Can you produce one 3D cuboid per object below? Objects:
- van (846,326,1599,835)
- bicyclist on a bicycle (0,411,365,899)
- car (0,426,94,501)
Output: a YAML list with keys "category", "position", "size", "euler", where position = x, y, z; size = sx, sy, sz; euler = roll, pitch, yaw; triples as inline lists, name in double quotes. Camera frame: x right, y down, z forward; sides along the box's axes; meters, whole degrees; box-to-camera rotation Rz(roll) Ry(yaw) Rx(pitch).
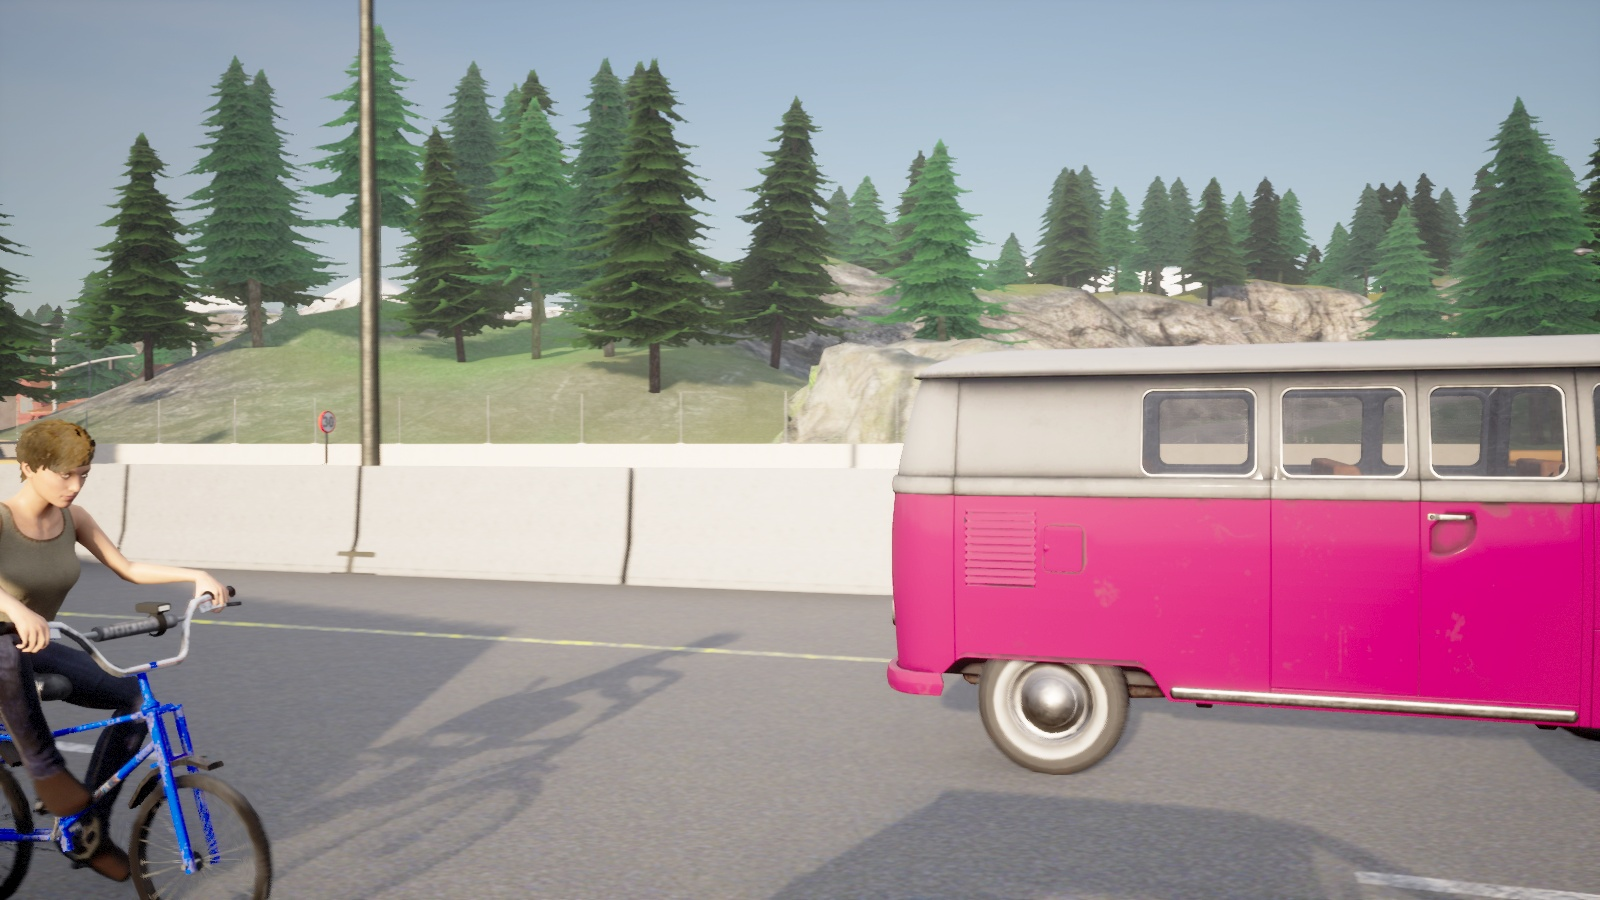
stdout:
- category: "van"
  position: [2.609, 0.493, 6.004]
  size: [4.442, 1.987, 1.775]
  euler: [1, 1, 19]
- category: "bicyclist on a bicycle"
  position: [-2.286, 0.691, 3.967]
  size: [1.509, 1.612, 0.866]
  euler: [1, 1, 19]
- category: "car"
  position: [-18.525, 0.249, 27.903]
  size: [5.366, 1.575, 1.801]
  euler: [1, 1, 18]
